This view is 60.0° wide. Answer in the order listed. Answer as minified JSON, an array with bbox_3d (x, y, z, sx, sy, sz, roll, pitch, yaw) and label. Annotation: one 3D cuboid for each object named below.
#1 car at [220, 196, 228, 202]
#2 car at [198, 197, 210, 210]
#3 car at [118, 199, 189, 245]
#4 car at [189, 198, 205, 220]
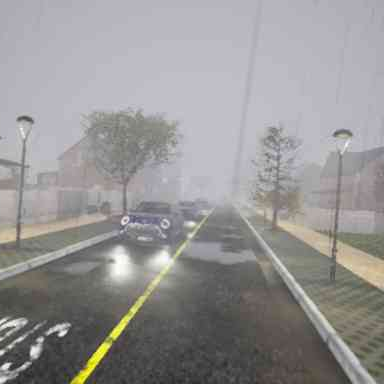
[{"bbox_3d":[8.028,1.766,82.996,1.994,1.385,4.181,4,0,6],"label":"car"},{"bbox_3d":[1.280,1.365,42.816,1.994,1.385,4.181,4,0,6],"label":"car"},{"bbox_3d":[-1.615,1.154,14.639,2.097,1.767,4.553,4,0,6],"label":"car"},{"bbox_3d":[-0.418,1.379,26.736,2.033,1.411,5.357,4,0,6],"label":"car"}]
